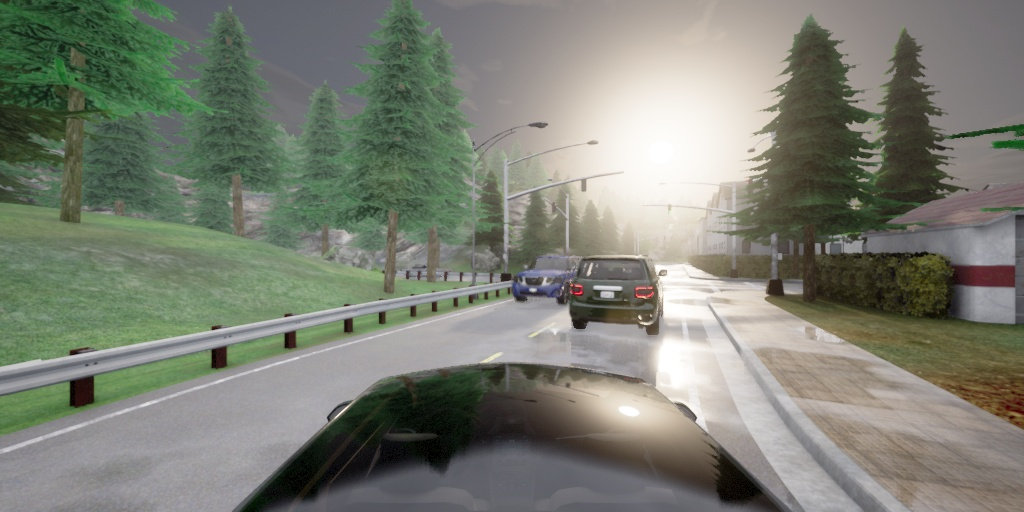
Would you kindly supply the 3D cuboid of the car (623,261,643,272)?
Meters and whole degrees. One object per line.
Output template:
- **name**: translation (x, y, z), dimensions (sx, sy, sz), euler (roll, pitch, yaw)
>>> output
- **car**: translation (15.863, 1.338, 46.881), dimensions (1.994, 1.385, 4.181), euler (0, 0, 25)

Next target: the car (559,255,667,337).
- **car**: translation (3.312, 0.978, 10.725), dimensions (2.150, 2.045, 5.566), euler (0, 0, 24)

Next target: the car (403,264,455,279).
- **car**: translation (-7.439, 1.378, 32.461), dimensions (4.718, 1.301, 1.895), euler (0, 0, 24)

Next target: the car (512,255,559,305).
- **car**: translation (1.950, 0.981, 16.367), dimensions (2.150, 2.045, 5.566), euler (0, 0, 25)
